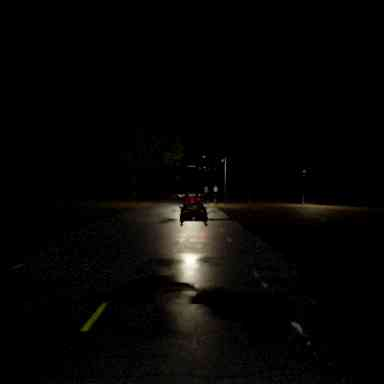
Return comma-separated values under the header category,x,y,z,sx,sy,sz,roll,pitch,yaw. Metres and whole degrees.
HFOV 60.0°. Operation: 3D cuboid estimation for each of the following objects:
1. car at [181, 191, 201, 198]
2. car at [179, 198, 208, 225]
category,x,y,z,sx,sy,sz,roll,pitch,yaw
car,0.002,1.043,43.848,2.150,2.045,5.566,0,1,0
car,0.103,1.439,23.287,2.128,1.511,4.902,0,0,0
